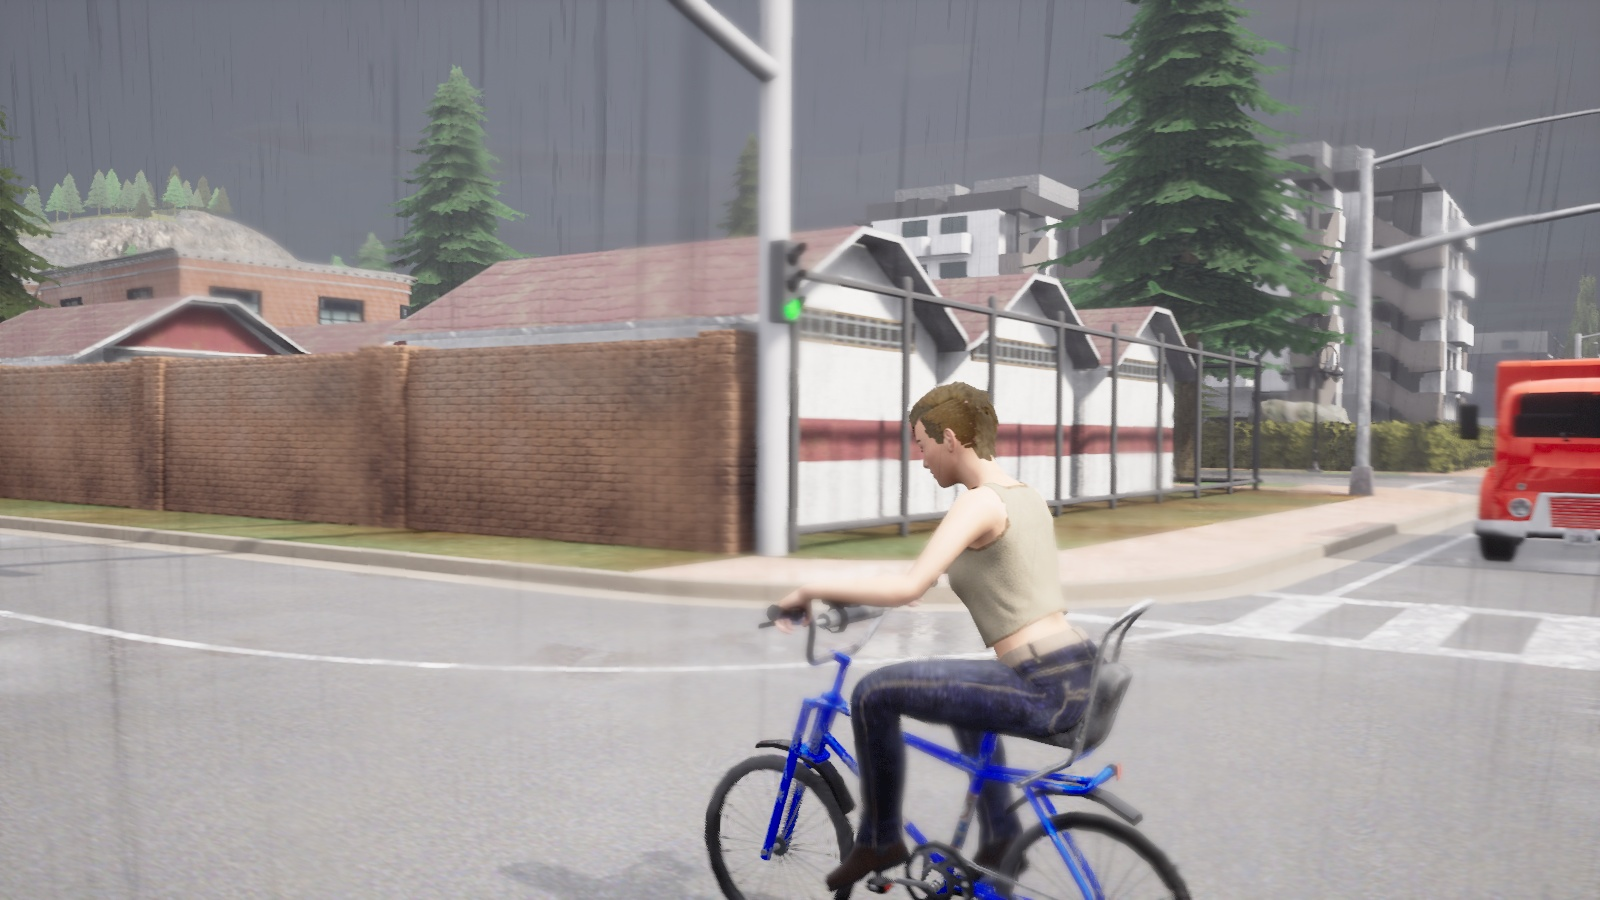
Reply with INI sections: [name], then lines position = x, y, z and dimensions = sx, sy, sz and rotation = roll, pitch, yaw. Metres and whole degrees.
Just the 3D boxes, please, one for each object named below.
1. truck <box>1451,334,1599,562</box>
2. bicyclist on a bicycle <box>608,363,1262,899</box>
[truck]
position = 10.055, -0.062, 15.787
dimensions = 2.627, 2.467, 5.204
rotation = 0, 1, 35
[bicyclist on a bicycle]
position = 0.351, 0.618, 3.383
dimensions = 1.509, 1.612, 0.866
rotation = 0, 1, 34
